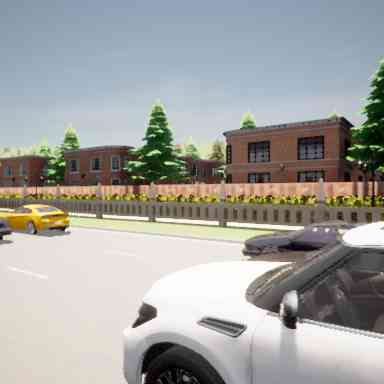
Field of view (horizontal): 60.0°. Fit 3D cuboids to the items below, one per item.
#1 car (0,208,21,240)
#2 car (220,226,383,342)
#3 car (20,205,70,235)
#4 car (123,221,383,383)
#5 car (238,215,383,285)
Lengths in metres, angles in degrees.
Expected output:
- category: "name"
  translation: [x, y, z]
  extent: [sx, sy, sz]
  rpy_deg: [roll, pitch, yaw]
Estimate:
- category: "car"
  translation: [-10.653, 1.545, 15.839]
  extent: [5.357, 1.411, 2.033]
  rpy_deg: [0, 0, 35]
- category: "car"
  translation: [3.331, 1.547, 5.906]
  extent: [5.357, 1.411, 2.033]
  rpy_deg: [0, 0, 36]
- category: "car"
  translation: [-9.031, 1.475, 18.980]
  extent: [5.008, 1.535, 1.882]
  rpy_deg: [0, 0, 35]
- category: "car"
  translation: [1.955, 1.224, 2.596]
  extent: [5.566, 2.045, 2.150]
  rpy_deg: [0, 0, 35]
- category: "car"
  translation: [4.185, 1.547, 9.598]
  extent: [5.357, 1.411, 2.033]
  rpy_deg: [0, 0, 35]
